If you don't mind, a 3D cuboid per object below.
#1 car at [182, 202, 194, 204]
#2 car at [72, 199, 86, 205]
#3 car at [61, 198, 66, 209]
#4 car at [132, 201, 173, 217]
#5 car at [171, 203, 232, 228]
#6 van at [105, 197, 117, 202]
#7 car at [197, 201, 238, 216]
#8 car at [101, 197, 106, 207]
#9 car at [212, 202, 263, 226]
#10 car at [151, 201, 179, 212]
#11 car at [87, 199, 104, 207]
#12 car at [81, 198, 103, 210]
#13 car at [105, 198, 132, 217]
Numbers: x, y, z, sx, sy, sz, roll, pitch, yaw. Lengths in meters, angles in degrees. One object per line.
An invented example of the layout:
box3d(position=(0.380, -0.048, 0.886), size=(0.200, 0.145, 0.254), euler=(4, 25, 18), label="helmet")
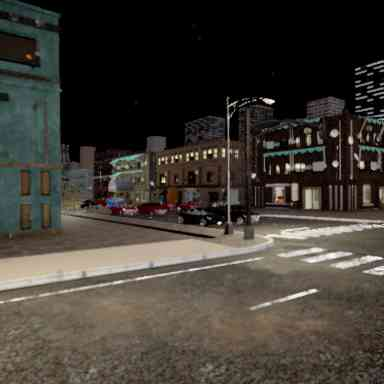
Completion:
box3d(position=(-0.512, 1.859, 40.747), size=(1.802, 1.307, 4.206), euler=(-2, 0, -35), label="car")
box3d(position=(-26.176, 2.321, 76.833), size=(1.947, 1.339, 4.313), euler=(-2, 0, -35), label="car")
box3d(position=(-23.282, 2.206, 58.303), size=(1.752, 1.417, 4.829), euler=(-2, 0, -35), label="car")
box3d(position=(-4.360, 1.857, 36.205), size=(1.812, 1.442, 4.674), euler=(-1, 1, -36), label="car")
box3d(position=(0.603, 1.786, 24.509), size=(1.947, 1.339, 4.313), euler=(-2, 0, -35), label="car")
box3d(position=(-13.349, 1.863, 58.789), size=(1.690, 1.788, 3.998), euler=(-2, 0, -35), label="van")
box3d(position=(2.695, 1.765, 36.236), size=(2.008, 1.369, 4.403), euler=(-2, 0, -35), label="car")
box3d(position=(-16.558, 1.896, 63.299), size=(2.192, 1.841, 5.009), euler=(-2, 0, -35), label="car")
box3d(position=(3.294, 1.704, 25.455), size=(1.812, 1.442, 4.674), euler=(-1, 0, -34), label="car")
box3d(position=(-3.719, 1.922, 45.257), size=(1.802, 1.307, 4.206), euler=(-2, 0, -35), label="car")
box3d(position=(-19.760, 2.184, 67.811), size=(1.887, 1.381, 4.507), euler=(-2, 0, -35), label="car")
box3d(position=(-16.501, 2.076, 53.417), size=(1.837, 1.490, 4.892), euler=(-1, -1, -35), label="car")
box3d(position=(-7.344, 1.818, 35.887), size=(1.967, 1.590, 4.097), euler=(-2, 0, -35), label="car")
